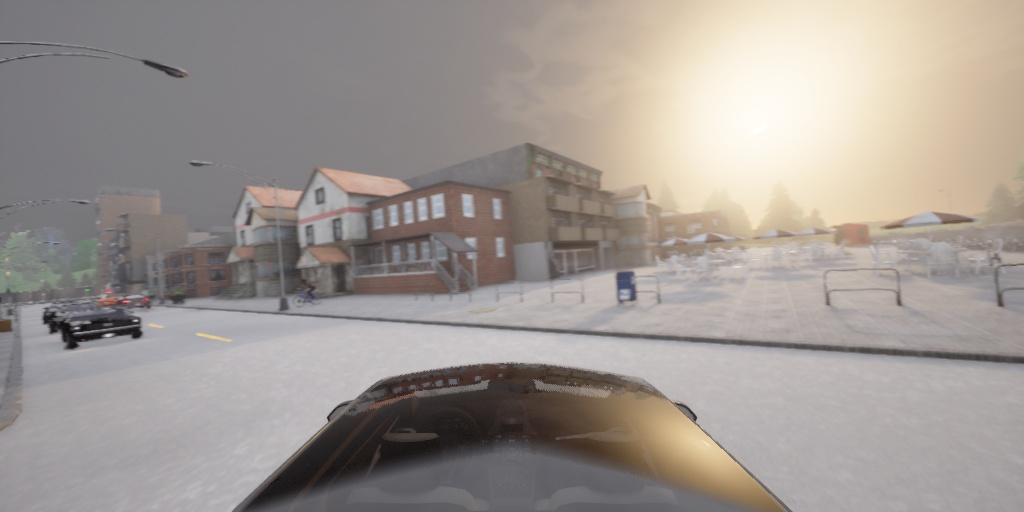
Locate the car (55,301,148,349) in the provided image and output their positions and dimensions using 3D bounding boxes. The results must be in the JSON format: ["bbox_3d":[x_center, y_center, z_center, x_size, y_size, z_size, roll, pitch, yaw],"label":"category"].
[{"bbox_3d":[-16.564,2.738,14.418,4.718,1.301,1.895,-5,-1,36],"label":"car"}]

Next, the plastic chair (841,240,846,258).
[{"bbox_3d":[24.657,-0.468,27.189,0.730,1.272,0.750,0,0,36],"label":"plastic chair"}]

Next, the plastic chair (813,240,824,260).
[{"bbox_3d":[22.846,-0.327,27.065,0.750,1.272,0.730,0,0,35],"label":"plastic chair"}]

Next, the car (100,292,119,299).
[{"bbox_3d":[-42.707,4.708,38.520,4.553,1.767,2.097,-5,-1,36],"label":"car"}]

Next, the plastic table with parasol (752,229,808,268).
[{"bbox_3d":[17.258,-0.521,23.185,2.482,2.480,2.482,0,0,36],"label":"plastic table with parasol"}]

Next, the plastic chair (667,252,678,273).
[{"bbox_3d":[11.624,0.539,25.351,0.750,1.272,0.730,0,0,35],"label":"plastic chair"}]

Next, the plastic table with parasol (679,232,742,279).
[{"bbox_3d":[10.722,-0.037,19.318,2.482,2.480,2.482,0,0,36],"label":"plastic table with parasol"}]

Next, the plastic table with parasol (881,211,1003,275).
[{"bbox_3d":[16.588,-0.534,14.116,2.482,2.480,2.482,0,0,36],"label":"plastic table with parasol"}]

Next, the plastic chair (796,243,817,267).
[{"bbox_3d":[18.288,-0.004,22.311,0.730,1.272,0.750,0,0,36],"label":"plastic chair"}]

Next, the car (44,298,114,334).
[{"bbox_3d":[-23.905,3.314,19.770,4.181,1.385,1.994,-5,-1,36],"label":"car"}]

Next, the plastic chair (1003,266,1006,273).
[{"bbox_3d":[17.504,-0.008,13.238,0.730,1.272,0.750,0,0,36],"label":"plastic chair"}]

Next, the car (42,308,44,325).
[{"bbox_3d":[-31.925,3.984,25.644,4.181,1.385,1.994,-5,-1,37],"label":"car"}]

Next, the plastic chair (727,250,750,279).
[{"bbox_3d":[11.684,0.485,18.469,0.730,1.272,0.750,0,0,36],"label":"plastic chair"}]

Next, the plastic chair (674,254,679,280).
[{"bbox_3d":[9.705,0.652,20.158,0.730,1.272,0.750,0,0,36],"label":"plastic chair"}]

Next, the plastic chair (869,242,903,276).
[{"bbox_3d":[15.525,0.159,14.928,0.730,1.272,0.750,0,0,36],"label":"plastic chair"}]

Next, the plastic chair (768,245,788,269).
[{"bbox_3d":[16.514,0.134,22.243,0.750,1.272,0.730,0,0,36],"label":"plastic chair"}]

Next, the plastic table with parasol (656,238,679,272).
[{"bbox_3d":[12.256,-0.107,26.348,2.482,2.480,2.482,0,0,36],"label":"plastic table with parasol"}]

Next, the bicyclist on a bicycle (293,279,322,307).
[{"bbox_3d":[-12.304,2.202,21.558,0.582,1.620,1.656,-5,-1,36],"label":"bicyclist on a bicycle"}]

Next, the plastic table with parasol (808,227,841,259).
[{"bbox_3d":[23.630,-0.986,27.950,2.482,2.480,2.482,0,0,36],"label":"plastic table with parasol"}]

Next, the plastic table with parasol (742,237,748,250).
[{"bbox_3d":[23.027,-0.874,36.945,2.482,2.480,2.482,0,0,36],"label":"plastic table with parasol"}]

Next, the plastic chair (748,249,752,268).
[{"bbox_3d":[16.308,0.163,24.000,0.730,1.272,0.750,0,0,36],"label":"plastic chair"}]

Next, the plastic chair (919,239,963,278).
[{"bbox_3d":[15.731,0.130,13.171,0.750,1.272,0.730,0,0,36],"label":"plastic chair"}]

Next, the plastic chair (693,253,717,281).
[{"bbox_3d":[9.910,0.624,18.401,0.750,1.272,0.730,0,0,36],"label":"plastic chair"}]

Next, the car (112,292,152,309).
[{"bbox_3d":[-34.382,4.188,32.524,4.674,1.442,1.812,-5,-1,37],"label":"car"}]
